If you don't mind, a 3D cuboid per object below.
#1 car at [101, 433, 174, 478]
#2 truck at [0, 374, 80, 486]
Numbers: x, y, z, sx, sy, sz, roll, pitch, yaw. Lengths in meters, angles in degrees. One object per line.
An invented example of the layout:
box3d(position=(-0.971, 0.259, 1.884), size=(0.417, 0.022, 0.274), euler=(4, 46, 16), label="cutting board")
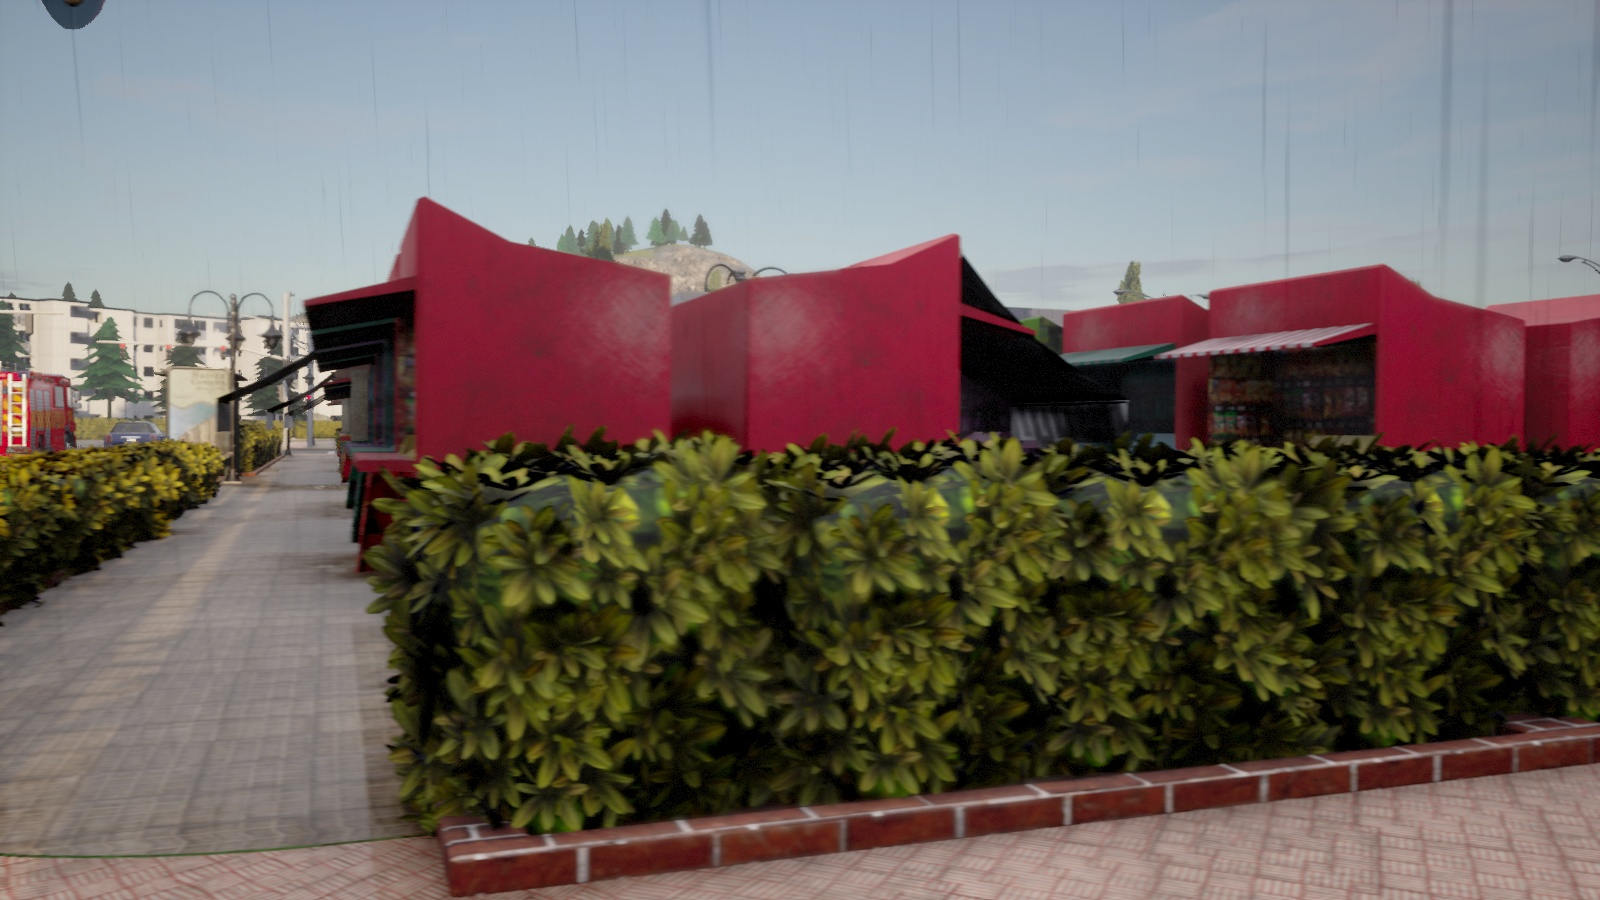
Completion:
box3d(position=(-27.644, 0.198, 52.543), size=(2.097, 1.767, 4.553), euler=(-1, 1, -20), label="car")
box3d(position=(-29.192, -0.710, 46.608), size=(2.891, 3.827, 8.468), euler=(-1, 1, -20), label="truck")
